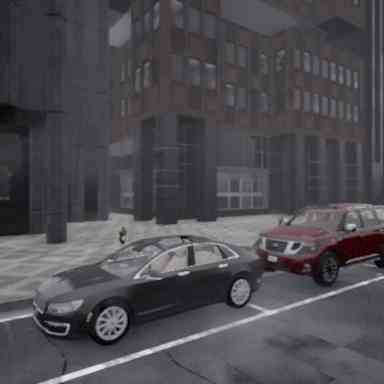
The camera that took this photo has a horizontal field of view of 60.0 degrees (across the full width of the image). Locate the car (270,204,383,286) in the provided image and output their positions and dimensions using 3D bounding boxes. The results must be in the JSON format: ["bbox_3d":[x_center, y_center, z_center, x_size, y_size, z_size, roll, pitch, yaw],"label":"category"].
[{"bbox_3d":[4.006,1.291,9.529,5.009,1.841,2.192,0,0,-36],"label":"car"}]

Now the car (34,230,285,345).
[{"bbox_3d":[-0.553,1.542,6.262,4.403,1.369,2.008,0,0,-36],"label":"car"}]
